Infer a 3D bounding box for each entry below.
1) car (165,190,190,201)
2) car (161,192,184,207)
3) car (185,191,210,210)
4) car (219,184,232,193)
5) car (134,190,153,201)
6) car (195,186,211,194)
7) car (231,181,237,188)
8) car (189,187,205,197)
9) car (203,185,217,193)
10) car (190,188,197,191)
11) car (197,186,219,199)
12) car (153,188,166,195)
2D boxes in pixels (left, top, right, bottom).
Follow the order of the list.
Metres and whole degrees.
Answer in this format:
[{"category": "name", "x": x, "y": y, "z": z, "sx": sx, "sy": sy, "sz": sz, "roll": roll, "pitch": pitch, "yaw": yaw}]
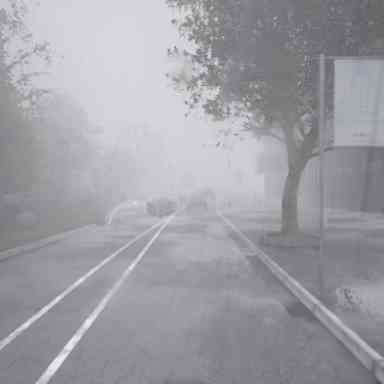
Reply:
[{"category": "car", "x": -2.078, "y": 0.797, "z": 49.506, "sx": 2.097, "sy": 1.535, "sz": 5.008, "roll": 1, "pitch": 4, "yaw": 9}, {"category": "car", "x": -2.591, "y": 1.175, "z": 43.395, "sx": 2.002, "sy": 1.452, "sz": 4.674, "roll": -2, "pitch": 3, "yaw": 4}, {"category": "car", "x": 0.700, "y": 1.079, "z": 38.455, "sx": 2.097, "sy": 1.767, "sz": 4.553, "roll": 0, "pitch": 0, "yaw": 3}, {"category": "car", "x": 6.841, "y": -0.516, "z": 74.017, "sx": 1.994, "sy": 1.385, "sz": 4.181, "roll": 0, "pitch": 3, "yaw": 18}, {"category": "car", "x": -7.684, "y": 0.503, "z": 51.300, "sx": 1.882, "sy": 1.535, "sz": 5.008, "roll": 0, "pitch": 3, "yaw": 1}, {"category": "car", "x": 2.378, "y": -0.390, "z": 71.493, "sx": 2.231, "sy": 1.521, "sz": 4.892, "roll": 0, "pitch": 3, "yaw": 16}, {"category": "car", "x": 9.836, "y": -1.582, "z": 92.536, "sx": 2.231, "sy": 1.521, "sz": 4.892, "roll": -3, "pitch": 2, "yaw": 25}, {"category": "car", "x": 0.984, "y": -0.066, "z": 65.965, "sx": 2.097, "sy": 1.535, "sz": 5.008, "roll": 0, "pitch": 4, "yaw": 14}, {"category": "car", "x": 4.199, "y": -0.734, "z": 77.543, "sx": 2.097, "sy": 1.535, "sz": 5.008, "roll": 0, "pitch": 3, "yaw": 18}, {"category": "car", "x": -0.344, "y": 0.304, "z": 59.886, "sx": 2.002, "sy": 1.452, "sz": 4.674, "roll": -1, "pitch": 3, "yaw": 12}, {"category": "car", "x": 2.812, "y": 0.128, "z": 56.596, "sx": 2.150, "sy": 2.045, "sz": 5.566, "roll": 0, "pitch": 3, "yaw": 10}, {"category": "car", "x": -6.613, "y": -0.181, "z": 67.134, "sx": 1.895, "sy": 1.301, "sz": 4.718, "roll": 0, "pitch": 3, "yaw": 8}]
